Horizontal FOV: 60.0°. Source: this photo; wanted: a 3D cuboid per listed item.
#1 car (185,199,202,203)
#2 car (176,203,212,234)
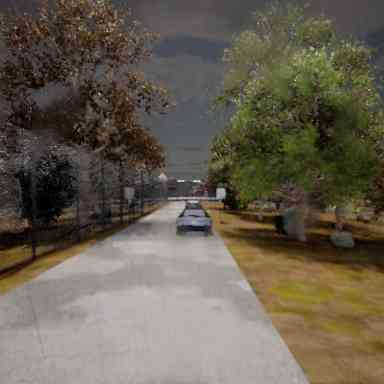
[{"bbox_3d":[0.161,1.518,36.853,1.812,1.442,4.674,0,0,0],"label":"car"},{"bbox_3d":[0.129,1.560,19.278,1.994,1.385,4.181,0,0,0],"label":"car"}]
